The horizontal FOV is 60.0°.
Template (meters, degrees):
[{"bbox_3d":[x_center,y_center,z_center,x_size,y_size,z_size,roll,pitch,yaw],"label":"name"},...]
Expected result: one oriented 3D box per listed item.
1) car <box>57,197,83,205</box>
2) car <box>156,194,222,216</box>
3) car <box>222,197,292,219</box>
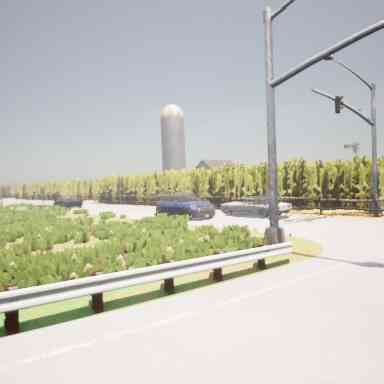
[{"bbox_3d":[-14.375,1.243,38.654,1.895,1.301,4.718,-4,2,-41],"label":"car"},{"bbox_3d":[-0.529,0.914,22.502,2.097,1.767,4.553,-4,2,-41],"label":"car"},{"bbox_3d":[4.127,0.990,22.285,1.895,1.301,4.718,-4,2,-43],"label":"car"}]
